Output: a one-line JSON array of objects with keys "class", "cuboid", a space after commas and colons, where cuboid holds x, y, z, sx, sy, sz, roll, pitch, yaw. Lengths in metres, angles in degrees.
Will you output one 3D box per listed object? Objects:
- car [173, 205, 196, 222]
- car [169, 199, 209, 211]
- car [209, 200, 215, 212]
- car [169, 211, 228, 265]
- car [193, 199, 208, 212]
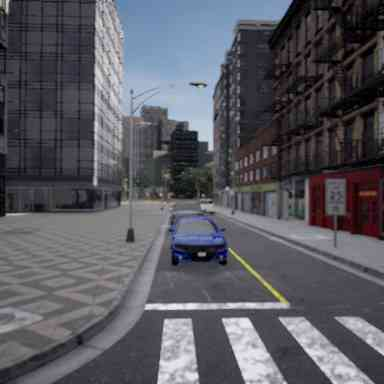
[{"class": "car", "cuboid": [-0.800, 2.079, 32.966, 2.128, 1.511, 4.902, 0, -1, -3]}, {"class": "car", "cuboid": [-0.315, 1.638, 22.756, 2.150, 2.045, 5.566, 0, -1, -3]}, {"class": "car", "cuboid": [1.814, 2.017, 44.811, 2.150, 2.045, 5.566, 0, -1, -2]}, {"class": "car", "cuboid": [0.154, 1.721, 12.856, 1.882, 1.535, 5.008, 0, -1, -4]}, {"class": "car", "cuboid": [1.313, 2.156, 55.265, 2.150, 2.045, 5.566, 0, -1, -3]}]
